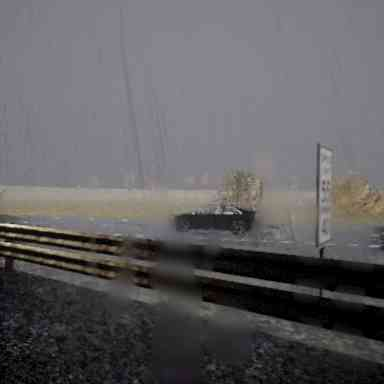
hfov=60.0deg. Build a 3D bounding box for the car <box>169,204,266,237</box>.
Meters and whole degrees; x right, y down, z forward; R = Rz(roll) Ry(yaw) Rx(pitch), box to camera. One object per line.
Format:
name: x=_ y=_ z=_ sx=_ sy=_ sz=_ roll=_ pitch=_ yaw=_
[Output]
car: x=1.215 y=1.347 z=16.805 sx=4.902 sy=1.511 sz=2.128 roll=0 pitch=0 yaw=20
